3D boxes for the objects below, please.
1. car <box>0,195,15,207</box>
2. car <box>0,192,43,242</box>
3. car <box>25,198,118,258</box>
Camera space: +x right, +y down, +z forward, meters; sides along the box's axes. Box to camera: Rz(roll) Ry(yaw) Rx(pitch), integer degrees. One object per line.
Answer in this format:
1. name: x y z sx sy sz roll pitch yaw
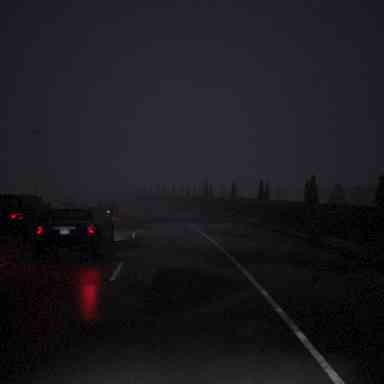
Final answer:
1. car: -25.238 1.200 45.161 2.128 1.511 4.902 0 0 -28
2. car: -8.079 1.119 15.555 2.150 2.045 5.566 0 0 -8
3. car: -4.226 1.268 12.554 2.097 1.767 4.553 0 0 -6
